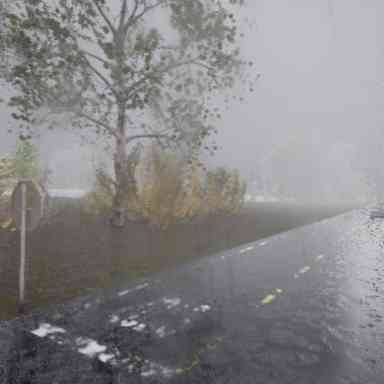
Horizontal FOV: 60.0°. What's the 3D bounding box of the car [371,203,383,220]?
[{"bbox_3d":[19.396,2.154,33.967,2.033,1.411,5.357,2,0,31],"label":"car"}]
